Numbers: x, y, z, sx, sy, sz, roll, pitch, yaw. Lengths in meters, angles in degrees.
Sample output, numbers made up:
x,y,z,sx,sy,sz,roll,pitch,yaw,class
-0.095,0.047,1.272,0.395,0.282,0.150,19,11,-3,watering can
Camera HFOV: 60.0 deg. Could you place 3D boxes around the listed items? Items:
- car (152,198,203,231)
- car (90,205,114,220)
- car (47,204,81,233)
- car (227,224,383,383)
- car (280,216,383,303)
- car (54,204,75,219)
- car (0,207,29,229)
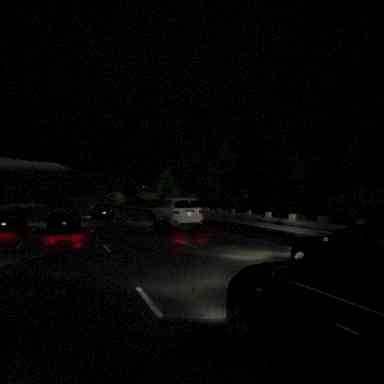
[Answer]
x,y,z,sx,sy,sz,roll,pitch,yaw,class
-1.117,1.402,22.421,2.150,2.045,5.566,0,0,-21,car
-8.992,1.975,33.204,1.994,1.385,4.181,0,-1,-21,car
-8.314,1.697,21.644,1.882,1.535,5.008,0,-1,-21,car
2.195,1.357,3.991,2.097,1.767,4.553,0,0,-21,car
4.426,1.491,7.955,1.882,1.535,5.008,0,-1,-21,car
-14.127,2.060,36.821,2.033,1.411,5.357,0,-1,-21,car
-12.664,1.781,23.216,1.837,1.490,4.892,0,0,-21,car
